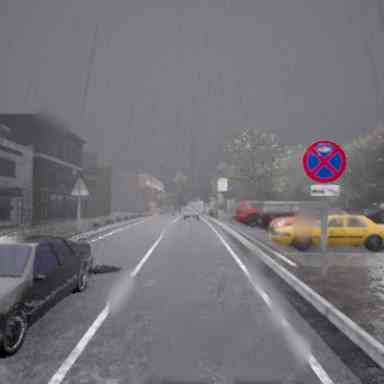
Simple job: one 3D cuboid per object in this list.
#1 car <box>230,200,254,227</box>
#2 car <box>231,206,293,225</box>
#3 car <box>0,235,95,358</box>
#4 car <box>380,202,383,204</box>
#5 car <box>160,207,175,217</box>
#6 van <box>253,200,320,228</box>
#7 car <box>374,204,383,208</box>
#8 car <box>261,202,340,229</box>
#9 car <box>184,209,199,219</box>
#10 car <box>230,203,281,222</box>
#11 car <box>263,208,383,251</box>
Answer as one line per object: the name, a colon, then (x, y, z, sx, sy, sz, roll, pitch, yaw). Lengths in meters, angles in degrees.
car: (6.161, 1.692, 26.545, 5.566, 2.045, 2.435, 0, -2, -1)
car: (6.094, 2.038, 29.453, 5.008, 1.535, 2.097, 0, -2, -1)
car: (-3.356, 1.572, 6.278, 2.033, 1.411, 5.357, 0, 0, -1)
car: (18.316, 1.852, 30.504, 5.566, 2.045, 2.435, 0, -2, -1)
car: (-3.480, 2.819, 47.980, 1.994, 1.385, 4.181, 0, -3, 0)
van: (6.318, 1.552, 20.355, 4.442, 1.987, 1.878, 0, -1, -1)
car: (18.376, 2.017, 27.829, 4.892, 1.521, 2.231, 0, -2, -1)
car: (6.263, 1.580, 17.316, 4.553, 1.767, 2.185, 0, -1, -1)
car: (-0.088, 2.732, 41.784, 1.895, 1.301, 4.718, 0, -3, 0)
car: (6.077, 2.012, 32.491, 4.553, 1.767, 2.185, 0, -2, -1)
car: (6.076, 1.645, 14.394, 5.366, 1.575, 1.946, 0, -1, -1)
